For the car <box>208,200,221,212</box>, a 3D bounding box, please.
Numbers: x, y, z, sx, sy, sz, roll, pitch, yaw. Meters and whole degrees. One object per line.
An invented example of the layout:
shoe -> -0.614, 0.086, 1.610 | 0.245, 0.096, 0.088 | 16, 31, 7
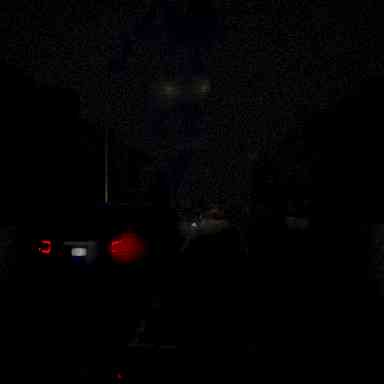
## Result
car -> 3.178, 1.944, 47.036 | 1.752, 1.417, 4.829 | 0, -1, 4

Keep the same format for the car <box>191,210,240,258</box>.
car -> 0.914, 1.618, 12.896 | 2.008, 1.369, 4.403 | 0, -1, 4

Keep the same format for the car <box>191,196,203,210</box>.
car -> 0.986, 1.717, 52.499 | 2.150, 2.045, 5.566 | 0, -1, 4

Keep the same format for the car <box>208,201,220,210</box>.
car -> 3.542, 2.063, 52.528 | 1.802, 1.307, 4.206 | 0, -1, 4

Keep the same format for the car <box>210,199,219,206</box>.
car -> 4.669, 2.231, 69.513 | 1.887, 1.381, 4.507 | 0, -1, 4

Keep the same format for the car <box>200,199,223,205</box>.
car -> 2.040, 1.673, 29.882 | 1.967, 1.590, 4.097 | 0, -1, 4

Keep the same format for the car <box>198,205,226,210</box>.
car -> 1.300, 1.648, 18.728 | 1.752, 1.417, 4.829 | 0, -1, 4

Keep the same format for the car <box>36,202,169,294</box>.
car -> -1.992, 1.268, 9.064 | 2.150, 2.045, 5.566 | 0, -1, 4

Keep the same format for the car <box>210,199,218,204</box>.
car -> 5.795, 2.456, 86.498 | 2.008, 1.369, 4.403 | 0, -1, 4

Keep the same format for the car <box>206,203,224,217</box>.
car -> 2.415, 1.874, 35.542 | 1.802, 1.307, 4.206 | 0, -1, 4

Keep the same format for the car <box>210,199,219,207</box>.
car -> 4.305, 2.144, 64.021 | 1.752, 1.417, 4.829 | 0, -1, 4
